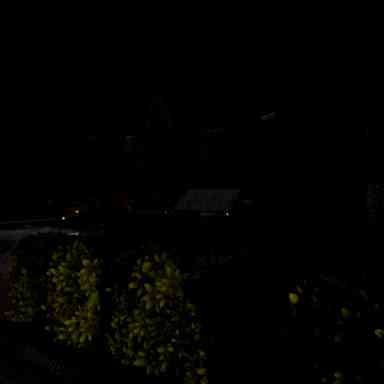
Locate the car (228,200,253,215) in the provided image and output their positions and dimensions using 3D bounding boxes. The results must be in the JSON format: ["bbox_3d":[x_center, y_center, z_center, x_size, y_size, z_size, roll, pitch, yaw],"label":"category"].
[{"bbox_3d":[5.572,1.726,35.114,1.994,1.385,4.181,0,0,38],"label":"car"}]

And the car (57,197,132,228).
[{"bbox_3d":[-6.915,1.384,24.294,2.150,2.045,5.566,0,0,36],"label":"car"}]

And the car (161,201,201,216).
[{"bbox_3d":[-0.970,1.667,32.502,1.837,1.490,4.892,0,0,36],"label":"car"}]

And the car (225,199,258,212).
[{"bbox_3d":[6.280,1.688,41.766,1.812,1.442,4.674,0,0,41],"label":"car"}]
